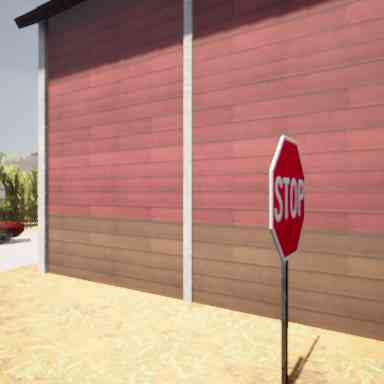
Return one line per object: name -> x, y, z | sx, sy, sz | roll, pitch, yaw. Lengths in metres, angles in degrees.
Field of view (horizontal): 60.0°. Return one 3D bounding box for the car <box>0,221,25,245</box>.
car -> -9.434, 1.590, 13.302 | 1.895, 1.301, 4.718 | 0, 0, 31
